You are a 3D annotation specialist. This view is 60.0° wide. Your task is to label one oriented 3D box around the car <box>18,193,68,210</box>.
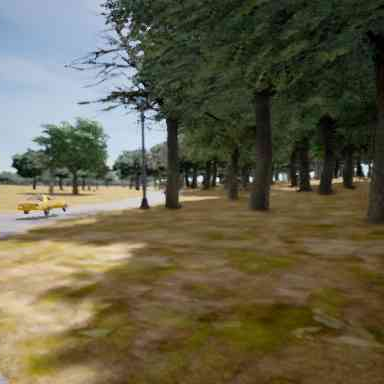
[{"bbox_3d":[-11.657,0.874,26.477,1.801,1.575,5.366,0,1,5],"label":"car"}]
